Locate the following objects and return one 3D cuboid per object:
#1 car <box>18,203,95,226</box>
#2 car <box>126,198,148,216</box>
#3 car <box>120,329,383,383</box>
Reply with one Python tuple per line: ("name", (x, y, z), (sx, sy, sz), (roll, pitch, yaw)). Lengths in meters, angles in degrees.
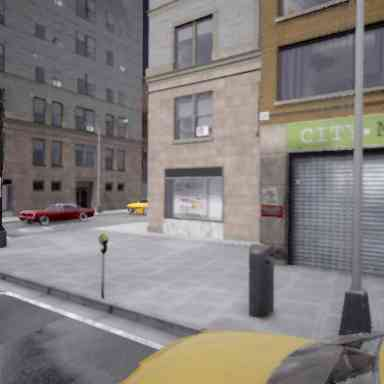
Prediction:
("car", (-9.011, 1.433, 22.413), (1.895, 1.301, 4.718), (1, 1, 34))
("car", (-3.706, 1.215, 29.938), (1.882, 1.535, 5.008), (1, 1, 35))
("car", (1.521, 1.526, 1.983), (4.829, 1.417, 1.752), (0, 1, 36))
